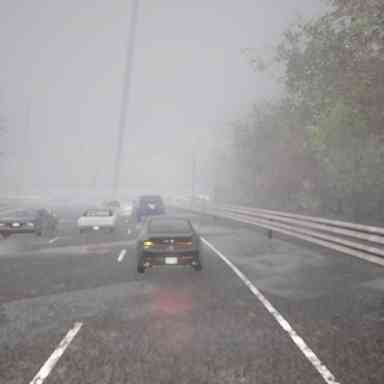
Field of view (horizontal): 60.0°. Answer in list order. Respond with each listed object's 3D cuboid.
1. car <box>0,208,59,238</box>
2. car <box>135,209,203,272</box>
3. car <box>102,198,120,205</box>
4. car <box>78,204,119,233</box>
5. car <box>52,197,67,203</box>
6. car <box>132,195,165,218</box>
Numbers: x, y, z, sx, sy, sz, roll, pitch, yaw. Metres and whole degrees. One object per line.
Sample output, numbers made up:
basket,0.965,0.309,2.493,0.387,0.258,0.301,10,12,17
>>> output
car,-8.708,1.590,18.099,2.033,1.411,5.357,0,0,-10
car,-0.793,1.516,10.940,1.837,1.490,4.892,0,0,-6
car,-12.120,1.605,49.655,1.812,1.442,4.674,0,0,-26
car,-5.521,1.635,19.972,1.895,1.301,4.718,0,0,-10
car,-30.657,1.756,76.614,1.895,1.301,4.718,0,0,-43
car,-3.654,1.255,27.493,2.150,2.045,5.566,0,0,-15
